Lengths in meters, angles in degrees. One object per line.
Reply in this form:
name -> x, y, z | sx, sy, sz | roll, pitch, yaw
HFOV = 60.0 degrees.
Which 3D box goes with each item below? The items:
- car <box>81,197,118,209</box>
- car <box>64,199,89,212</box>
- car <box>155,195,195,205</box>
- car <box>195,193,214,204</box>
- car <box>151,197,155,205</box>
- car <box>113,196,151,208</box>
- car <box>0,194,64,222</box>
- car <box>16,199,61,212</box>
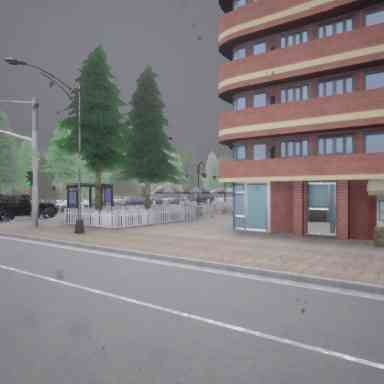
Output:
car -> -12.501, 1.470, 45.098 | 1.812, 1.442, 4.674 | 0, 0, 37
car -> -13.608, 1.470, 37.611 | 1.812, 1.442, 4.674 | 0, 0, 36
car -> -2.599, 1.492, 51.971 | 5.357, 1.411, 2.033 | 0, 0, -45
car -> 1.508, 1.166, 59.715 | 5.566, 2.045, 2.150 | 0, 0, -34
car -> -6.357, 1.470, 52.766 | 1.812, 1.442, 4.674 | 0, 0, 42
car -> -8.277, 1.297, 44.867 | 2.097, 1.767, 4.553 | 0, 0, 38
car -> -13.228, 1.166, 25.706 | 2.150, 2.045, 5.566 | 0, 0, 35
car -> -17.526, 1.508, 38.123 | 1.994, 1.385, 4.181 | 0, 0, 36
